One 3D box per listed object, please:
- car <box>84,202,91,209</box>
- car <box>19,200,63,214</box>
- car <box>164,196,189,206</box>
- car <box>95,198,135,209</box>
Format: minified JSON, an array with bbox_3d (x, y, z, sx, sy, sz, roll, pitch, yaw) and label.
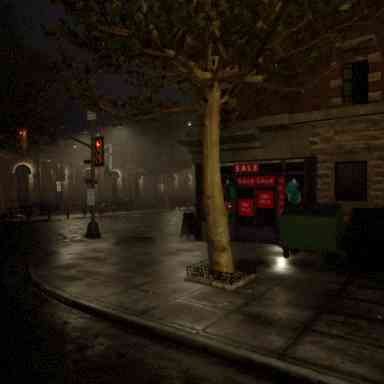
[{"bbox_3d":[-12.153,1.595,45.125,1.895,1.301,4.718,0,0,36],"label":"car"},{"bbox_3d":[-15.739,1.564,34.826,1.994,1.385,4.181,0,0,36],"label":"car"},{"bbox_3d":[-2.499,1.478,53.031,1.882,1.535,5.008,0,0,36],"label":"car"},{"bbox_3d":[-9.626,1.492,43.249,2.128,1.511,4.902,0,0,36],"label":"car"}]
